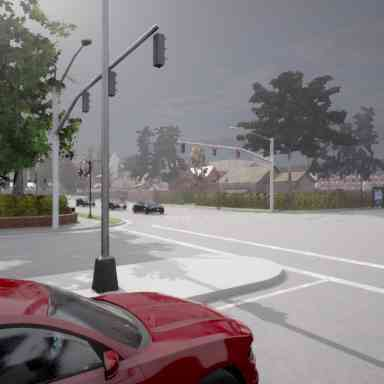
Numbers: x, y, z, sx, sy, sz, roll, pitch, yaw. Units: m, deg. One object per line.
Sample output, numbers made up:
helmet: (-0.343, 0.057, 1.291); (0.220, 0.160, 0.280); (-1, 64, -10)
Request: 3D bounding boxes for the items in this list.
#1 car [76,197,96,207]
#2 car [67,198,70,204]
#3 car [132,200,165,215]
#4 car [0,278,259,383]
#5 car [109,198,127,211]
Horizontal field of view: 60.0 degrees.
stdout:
car: (-16.141, 1.492, 50.391); (2.128, 1.511, 4.902); (0, 0, -36)
car: (-23.903, 1.526, 61.185); (1.812, 1.442, 4.674); (0, 0, -35)
car: (-4.550, 1.564, 34.394); (1.994, 1.385, 4.181); (0, 0, -36)
car: (-1.637, 1.478, 2.600); (5.008, 1.535, 1.882); (0, 0, -35)
car: (-9.776, 1.491, 41.600); (2.128, 1.511, 4.902); (0, 0, -36)
